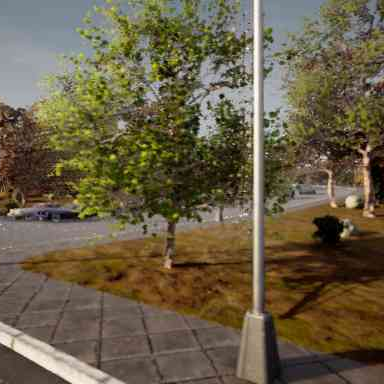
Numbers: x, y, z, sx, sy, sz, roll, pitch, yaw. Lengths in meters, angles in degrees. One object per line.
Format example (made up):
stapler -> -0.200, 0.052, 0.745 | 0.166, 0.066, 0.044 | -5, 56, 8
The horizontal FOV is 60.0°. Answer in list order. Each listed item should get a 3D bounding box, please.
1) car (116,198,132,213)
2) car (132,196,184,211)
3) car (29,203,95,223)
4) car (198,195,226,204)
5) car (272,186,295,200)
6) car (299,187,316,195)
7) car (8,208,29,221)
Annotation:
car -> -6.425, 1.320, 35.159 | 2.033, 1.411, 5.357 | 0, 2, 38
car -> -3.335, 1.106, 33.424 | 2.097, 1.767, 4.553 | 0, 2, 38
car -> -9.491, 1.568, 25.578 | 1.895, 1.301, 4.718 | 0, 1, 38
car -> 3.227, 0.891, 41.778 | 2.033, 1.411, 5.357 | 0, 3, 38
car -> 13.078, 0.004, 48.383 | 2.150, 2.045, 5.566 | 0, 2, 38
car -> 20.049, -0.227, 57.813 | 1.994, 1.385, 4.181 | 0, 3, 35
car -> -12.420, 1.576, 27.514 | 1.895, 1.301, 4.718 | 0, 1, 38
